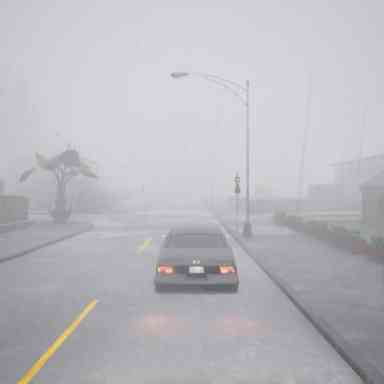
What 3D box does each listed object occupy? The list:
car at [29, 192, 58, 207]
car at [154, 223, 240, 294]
[{"bbox_3d":[-19.743,0.969,43.945,1.905,1.878,3.866,0,0,35],"label":"car"},{"bbox_3d":[0.100,1.544,8.900,2.033,1.411,5.357,0,0,0],"label":"car"}]
